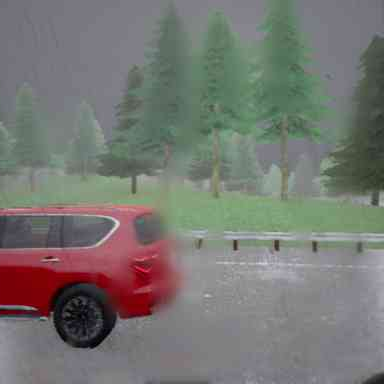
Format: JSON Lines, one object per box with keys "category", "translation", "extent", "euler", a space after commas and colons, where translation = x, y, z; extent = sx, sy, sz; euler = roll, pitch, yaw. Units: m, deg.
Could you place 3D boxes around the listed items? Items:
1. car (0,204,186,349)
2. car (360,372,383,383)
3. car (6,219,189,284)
{"category": "car", "translation": [-2.962, 1.252, 6.020], "extent": [5.566, 2.045, 2.150], "euler": [0, 0, 8]}
{"category": "car", "translation": [2.953, 1.560, 1.578], "extent": [4.181, 1.385, 1.994], "euler": [0, 0, 9]}
{"category": "car", "translation": [-2.520, 1.570, 9.456], "extent": [4.674, 1.442, 1.812], "euler": [0, 0, 8]}
